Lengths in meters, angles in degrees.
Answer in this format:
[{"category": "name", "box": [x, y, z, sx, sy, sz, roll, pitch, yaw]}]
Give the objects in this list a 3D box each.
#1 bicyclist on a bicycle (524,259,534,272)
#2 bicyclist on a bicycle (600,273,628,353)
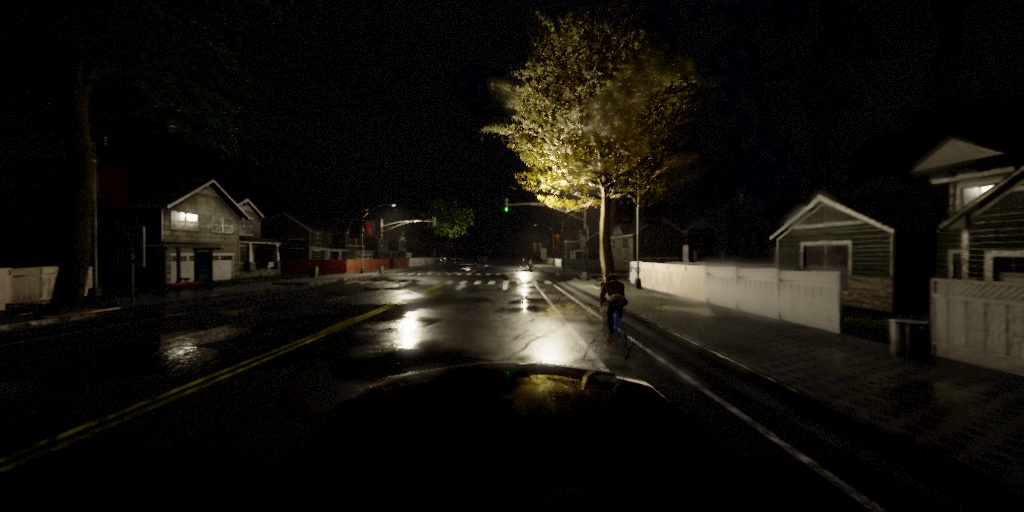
[{"category": "bicyclist on a bicycle", "box": [2.258, 1.181, 43.401, 0.866, 1.612, 1.509, 0, 0, 0]}, {"category": "bicyclist on a bicycle", "box": [2.248, 1.204, 7.924, 0.582, 1.620, 1.656, 0, 0, 0]}]
